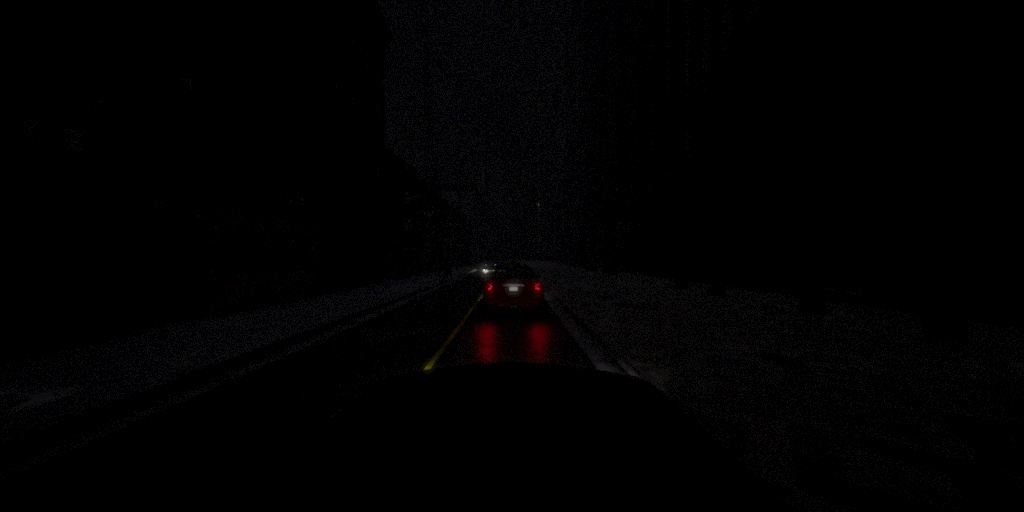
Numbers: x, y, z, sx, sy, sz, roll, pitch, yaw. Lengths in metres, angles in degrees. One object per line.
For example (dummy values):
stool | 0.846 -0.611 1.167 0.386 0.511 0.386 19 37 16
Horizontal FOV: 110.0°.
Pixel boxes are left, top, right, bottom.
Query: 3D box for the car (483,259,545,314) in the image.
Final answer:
car | 0.070 1.098 13.828 2.097 1.767 4.553 0 0 0

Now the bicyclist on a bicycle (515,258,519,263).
bicyclist on a bicycle | 0.835 1.240 61.285 0.866 1.612 1.509 0 0 0

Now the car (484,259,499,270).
car | -3.052 1.255 53.685 1.882 1.535 5.008 0 0 0
